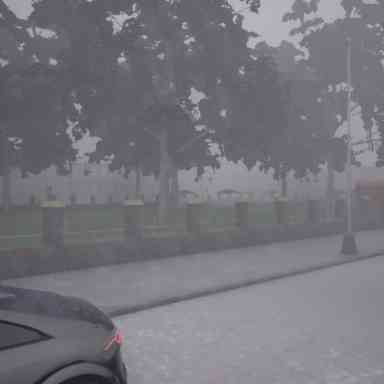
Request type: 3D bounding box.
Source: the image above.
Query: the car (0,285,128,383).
[{"bbox_3d":[-2.668,1.565,2.704,4.181,1.385,1.994,0,0,-35],"label":"car"}]
